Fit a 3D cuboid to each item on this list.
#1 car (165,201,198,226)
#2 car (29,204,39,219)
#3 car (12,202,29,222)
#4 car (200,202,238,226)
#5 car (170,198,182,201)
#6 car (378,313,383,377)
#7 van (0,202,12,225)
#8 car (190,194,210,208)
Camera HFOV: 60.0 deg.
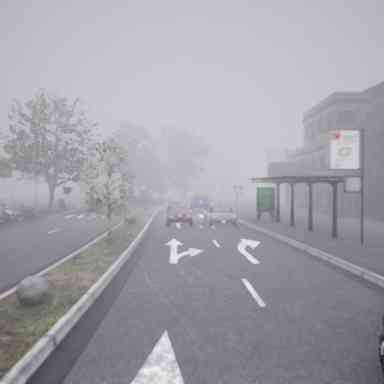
[{"bbox_3d":[-0.952,1.603,24.000,2.033,1.411,5.357,0,0,-4],"label":"car"},{"bbox_3d":[-15.103,1.551,27.036,4.892,1.521,2.231,0,0,-5],"label":"car"},{"bbox_3d":[-14.919,1.429,24.287,4.553,1.767,2.185,0,0,-5],"label":"car"},{"bbox_3d":[1.936,1.648,23.789,1.895,1.301,4.718,0,0,-4],"label":"car"},{"bbox_3d":[-1.931,1.535,40.729,1.837,1.490,4.892,0,0,-1],"label":"car"},{"bbox_3d":[2.998,1.484,1.683,2.097,1.535,5.008,0,0,0],"label":"car"},{"bbox_3d":[-14.549,1.331,21.551,4.442,1.987,1.878,0,0,-5],"label":"van"},{"bbox_3d":[0.958,1.250,40.189,2.150,2.045,5.566,0,0,-2],"label":"car"}]
